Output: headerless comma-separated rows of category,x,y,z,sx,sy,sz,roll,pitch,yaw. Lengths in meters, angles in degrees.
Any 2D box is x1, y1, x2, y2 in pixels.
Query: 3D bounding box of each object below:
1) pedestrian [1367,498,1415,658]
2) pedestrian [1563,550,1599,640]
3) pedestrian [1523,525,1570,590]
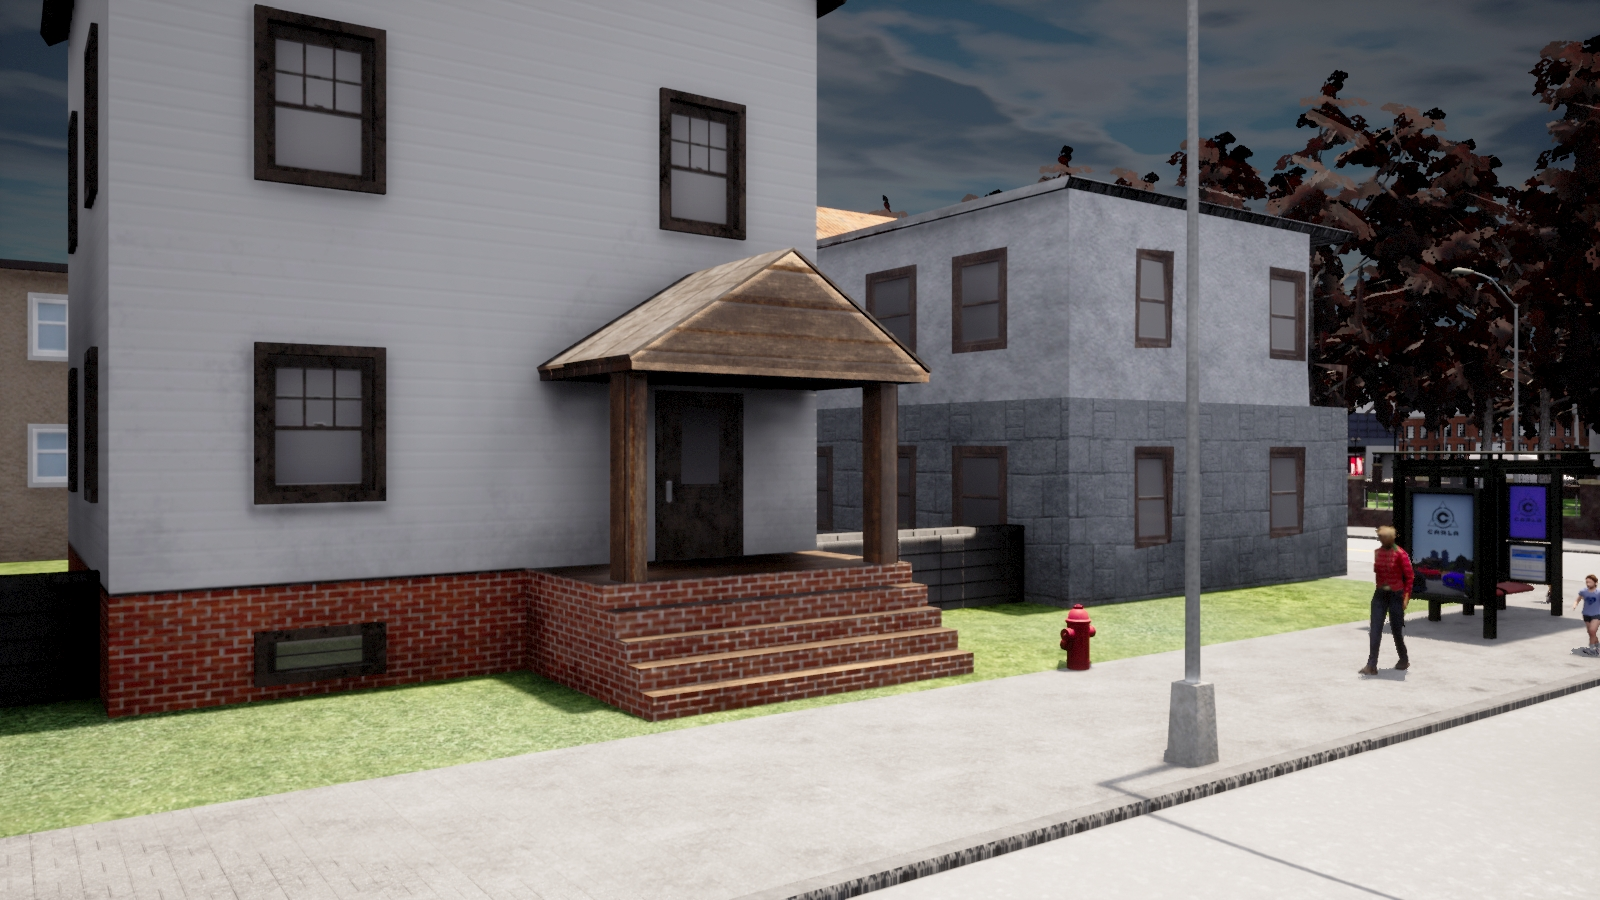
pedestrian,7.076,1.517,13.692,0.375,1.860,0.375,0,0,-33
pedestrian,10.424,1.897,14.988,0.500,1.100,0.500,0,0,-27
pedestrian,13.198,1.896,20.205,0.500,1.100,0.500,0,0,-7
